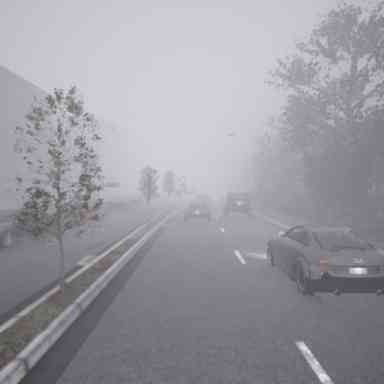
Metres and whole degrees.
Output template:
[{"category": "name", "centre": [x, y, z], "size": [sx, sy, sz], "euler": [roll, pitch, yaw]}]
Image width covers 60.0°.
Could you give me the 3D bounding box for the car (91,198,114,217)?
[{"category": "car", "centre": [-7.853, 1.271, 25.305], "size": [2.231, 1.521, 4.892], "euler": [0, 1, 0]}]

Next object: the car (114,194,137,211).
[{"category": "car", "centre": [-7.782, 1.161, 36.297], "size": [2.097, 1.535, 5.008], "euler": [0, 1, 1]}]

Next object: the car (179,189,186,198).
[{"category": "car", "centre": [-3.839, 0.388, 80.603], "size": [2.435, 2.045, 5.566], "euler": [0, 1, 10]}]

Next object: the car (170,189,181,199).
[{"category": "car", "centre": [-4.722, 0.712, 75.129], "size": [2.231, 1.521, 4.892], "euler": [0, 1, 9]}]

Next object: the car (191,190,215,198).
[{"category": "car", "centre": [1.408, 0.998, 41.388], "size": [2.097, 1.767, 4.553], "euler": [0, 1, 4]}]

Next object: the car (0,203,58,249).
[{"category": "car", "centre": [-7.922, 1.399, 14.178], "size": [2.163, 1.488, 4.792], "euler": [0, 1, 0]}]

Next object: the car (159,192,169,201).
[{"category": "car", "centre": [-6.147, 0.843, 63.895], "size": [1.946, 1.575, 5.366], "euler": [0, 1, 7]}]

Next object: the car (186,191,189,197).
[{"category": "car", "centre": [-2.907, 0.561, 85.935], "size": [1.946, 1.575, 5.366], "euler": [0, 1, 11]}]

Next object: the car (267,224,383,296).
[{"category": "car", "centre": [3.267, 1.502, 8.523], "size": [1.994, 1.385, 4.181], "euler": [0, 0, 0]}]

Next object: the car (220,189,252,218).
[{"category": "car", "centre": [3.748, 1.001, 28.114], "size": [2.150, 2.045, 5.566], "euler": [0, 0, 3]}]

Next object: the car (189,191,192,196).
[{"category": "car", "centre": [-1.841, 0.480, 91.396], "size": [1.946, 1.575, 5.366], "euler": [0, 1, 12]}]

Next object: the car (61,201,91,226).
[{"category": "car", "centre": [-7.888, 1.361, 19.755], "size": [2.002, 1.452, 4.674], "euler": [0, 1, 0]}]

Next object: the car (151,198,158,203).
[{"category": "car", "centre": [-7.118, 0.972, 52.920], "size": [1.946, 1.575, 5.366], "euler": [0, 1, 5]}]

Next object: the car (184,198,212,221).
[{"category": "car", "centre": [0.463, 1.367, 24.980], "size": [1.994, 1.385, 4.181], "euler": [0, 0, 3]}]

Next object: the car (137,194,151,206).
[{"category": "car", "centre": [-7.532, 1.086, 45.892], "size": [2.163, 1.488, 4.792], "euler": [0, 1, 3]}]
